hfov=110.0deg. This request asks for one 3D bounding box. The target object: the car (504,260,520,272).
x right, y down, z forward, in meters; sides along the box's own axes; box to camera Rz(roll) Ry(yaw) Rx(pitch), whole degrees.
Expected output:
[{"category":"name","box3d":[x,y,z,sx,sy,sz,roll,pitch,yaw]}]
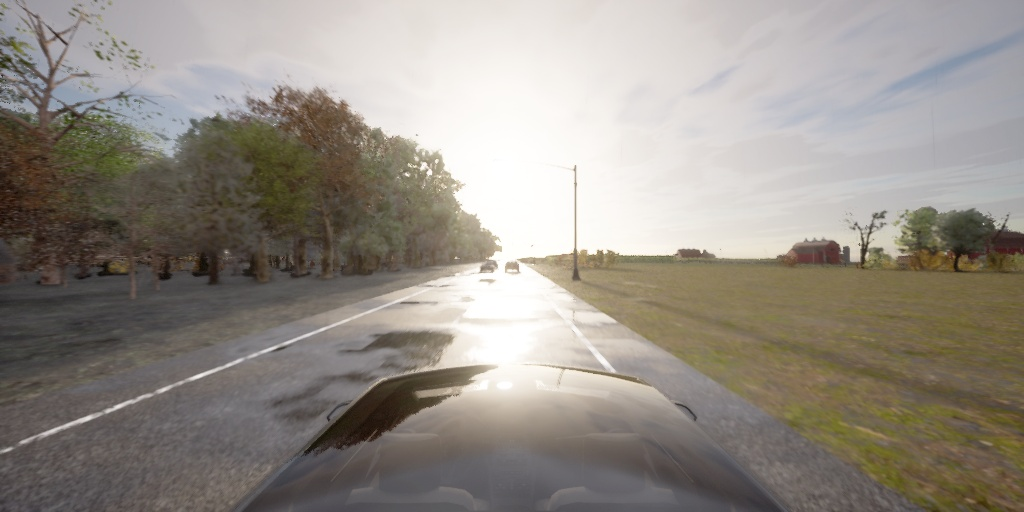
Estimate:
[{"category":"car","box3d":[0.017,1.315,50.825,2.097,1.767,4.553,0,0,0]}]

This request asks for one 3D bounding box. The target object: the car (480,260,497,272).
[{"category":"car","box3d":[-3.483,1.565,50.931,1.895,1.301,4.718,0,0,0]}]

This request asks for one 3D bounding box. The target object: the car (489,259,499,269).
[{"category":"car","box3d":[-3.457,1.371,64.012,2.097,1.767,4.553,0,0,1]}]
